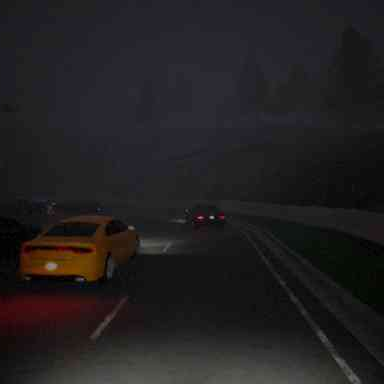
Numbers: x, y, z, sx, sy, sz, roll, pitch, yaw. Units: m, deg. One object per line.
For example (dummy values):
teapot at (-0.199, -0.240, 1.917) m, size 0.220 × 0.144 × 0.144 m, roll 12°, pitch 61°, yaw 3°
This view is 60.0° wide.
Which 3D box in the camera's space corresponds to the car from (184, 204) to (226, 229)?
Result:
car at (0.723, 1.455, 21.094) m, size 2.033 × 1.411 × 5.357 m, roll 0°, pitch 0°, yaw -9°

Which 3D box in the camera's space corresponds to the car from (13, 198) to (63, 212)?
car at (-15.750, 1.305, 34.198) m, size 4.181 × 1.385 × 1.994 m, roll 0°, pitch 0°, yaw 2°

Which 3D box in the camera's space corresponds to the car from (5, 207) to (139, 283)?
car at (-2.835, 1.415, 9.516) m, size 1.882 × 1.535 × 5.008 m, roll 0°, pitch 0°, yaw 3°

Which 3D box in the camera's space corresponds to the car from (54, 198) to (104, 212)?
car at (-10.172, 1.288, 29.787) m, size 4.902 × 1.511 × 2.128 m, roll 0°, pitch 0°, yaw 27°

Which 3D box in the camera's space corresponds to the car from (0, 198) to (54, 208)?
car at (-14.435, 1.258, 27.374) m, size 5.008 × 1.535 × 1.882 m, roll 0°, pitch -1°, yaw 12°

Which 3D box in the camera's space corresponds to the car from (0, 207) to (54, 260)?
car at (-6.302, 1.417, 10.055) m, size 1.837 × 1.490 × 4.892 m, roll 0°, pitch 0°, yaw 3°
